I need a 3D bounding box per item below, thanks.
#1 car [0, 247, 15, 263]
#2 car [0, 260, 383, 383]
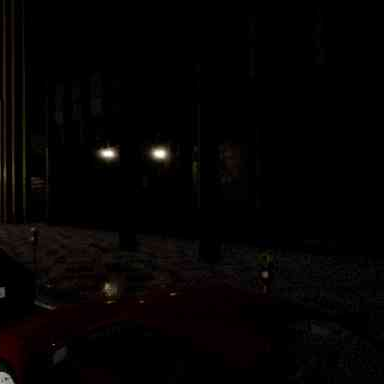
[{"bbox_3d":[-4.628,1.556,6.155,4.313,1.339,1.947,0,-1,35],"label":"car"},{"bbox_3d":[-0.047,1.543,2.890,4.507,1.381,1.887,0,-1,35],"label":"car"}]
